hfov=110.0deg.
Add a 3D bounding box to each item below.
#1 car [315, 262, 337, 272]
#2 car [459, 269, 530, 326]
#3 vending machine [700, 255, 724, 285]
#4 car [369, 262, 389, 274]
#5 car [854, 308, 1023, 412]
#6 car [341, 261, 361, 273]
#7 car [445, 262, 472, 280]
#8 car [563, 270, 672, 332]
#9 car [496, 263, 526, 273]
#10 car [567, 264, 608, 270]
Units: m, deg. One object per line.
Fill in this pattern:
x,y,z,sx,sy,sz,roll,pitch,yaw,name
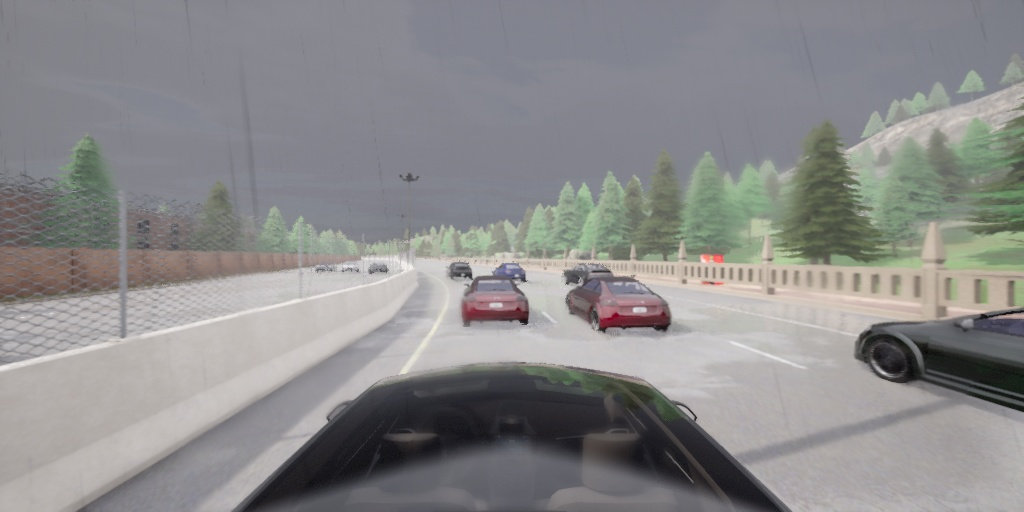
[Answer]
-24.663,1.468,47.596,1.895,1.301,4.718,0,0,-18,car
-0.634,1.319,11.819,1.994,1.385,4.181,0,0,-6,car
12.814,0.895,22.987,1.100,2.100,0.880,0,0,-11,vending machine
-15.401,1.389,41.686,1.994,1.385,4.181,0,0,-18,car
6.877,1.285,4.378,1.994,1.385,4.181,0,0,-1,car
-20.147,1.373,44.973,1.812,1.442,4.674,0,0,-18,car
-4.646,1.282,31.358,1.837,1.490,4.892,0,0,-16,car
2.982,1.303,10.841,1.994,1.385,4.181,0,0,-5,car
-0.226,1.283,28.464,1.812,1.442,4.674,0,0,-15,car
4.717,1.226,22.814,2.128,1.511,4.902,0,0,-11,car
